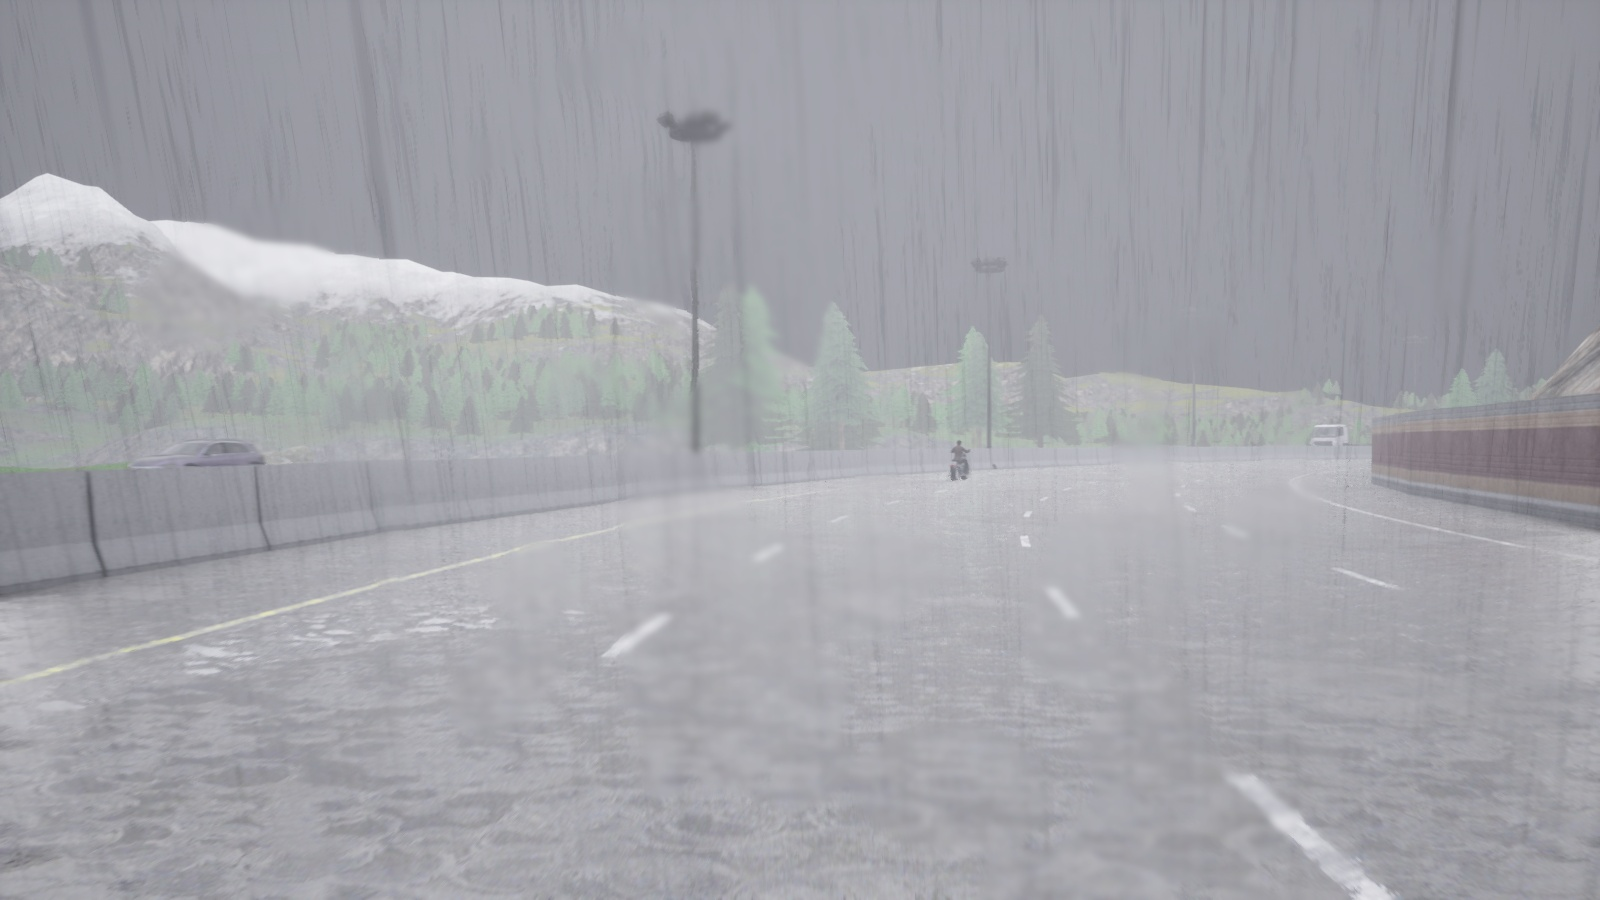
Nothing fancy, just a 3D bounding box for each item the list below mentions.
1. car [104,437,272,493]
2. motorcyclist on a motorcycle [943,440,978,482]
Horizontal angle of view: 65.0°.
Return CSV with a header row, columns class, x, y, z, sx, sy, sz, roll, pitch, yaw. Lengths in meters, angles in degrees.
class,x,y,z,sx,sy,sz,roll,pitch,yaw
car,-19.067,0.432,39.403,2.033,1.649,4.856,0,0,15
motorcyclist on a motorcycle,6.377,0.423,49.762,0.766,1.649,2.350,1,0,22
